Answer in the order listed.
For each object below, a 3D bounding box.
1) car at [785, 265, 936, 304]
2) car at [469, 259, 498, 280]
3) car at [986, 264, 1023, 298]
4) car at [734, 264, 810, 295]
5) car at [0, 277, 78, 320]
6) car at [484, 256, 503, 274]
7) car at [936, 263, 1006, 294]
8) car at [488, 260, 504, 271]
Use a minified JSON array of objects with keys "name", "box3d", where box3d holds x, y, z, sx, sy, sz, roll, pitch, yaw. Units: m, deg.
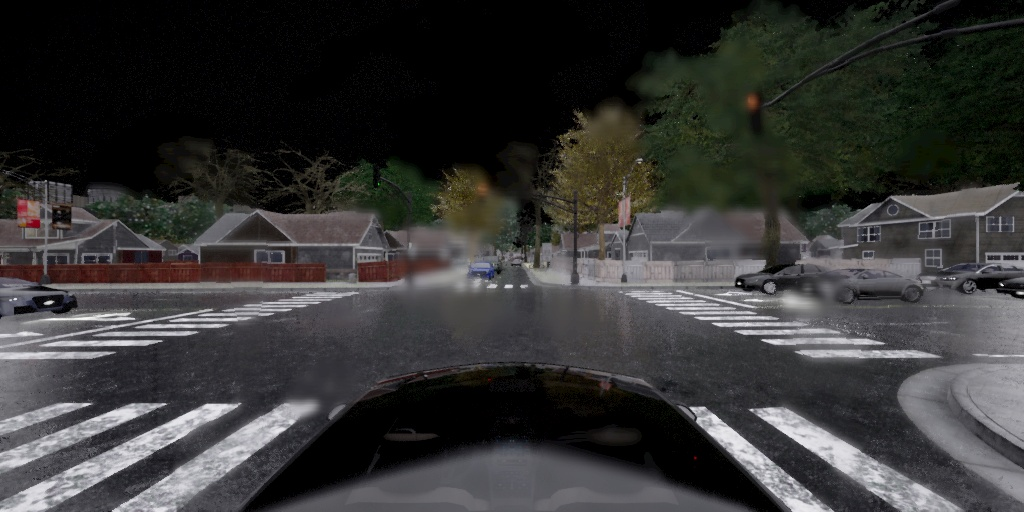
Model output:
[{"name":"car","box3d":[14.435,1.218,15.076,4.181,1.385,1.994,0,0,1]},{"name":"car","box3d":[-2.594,1.241,31.411,1.882,1.535,5.008,0,0,1]},{"name":"car","box3d":[23.928,1.149,14.926,5.357,1.411,2.033,0,0,1]},{"name":"car","box3d":[14.089,1.160,18.323,4.892,1.490,1.837,0,0,2]},{"name":"car","box3d":[-17.598,1.410,12.136,4.181,1.385,1.994,0,0,1]},{"name":"car","box3d":[-2.400,0.994,41.647,2.150,2.045,5.566,0,0,1]},{"name":"car","box3d":[23.592,1.093,18.182,4.902,1.511,2.128,0,0,1]},{"name":"car","box3d":[-2.269,1.330,51.964,2.033,1.411,5.357,0,0,1]}]
